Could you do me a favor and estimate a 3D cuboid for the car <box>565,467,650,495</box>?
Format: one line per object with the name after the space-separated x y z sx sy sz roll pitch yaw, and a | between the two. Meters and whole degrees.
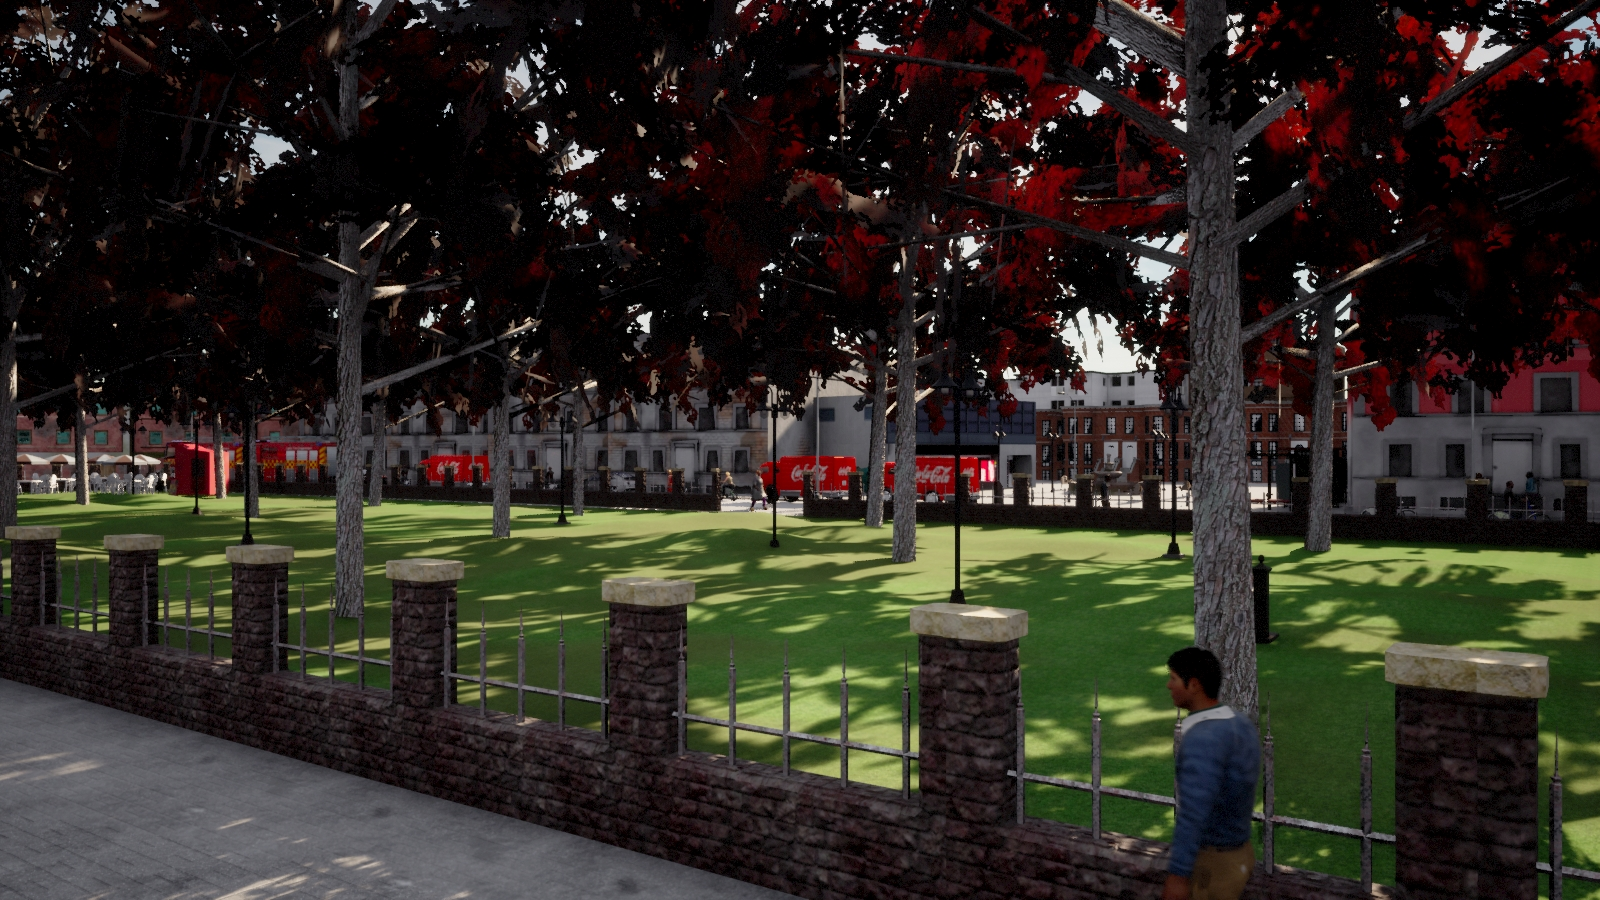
-11.432 1.827 67.802 4.902 1.511 2.128 0 0 35 | car

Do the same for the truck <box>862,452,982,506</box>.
5.914 1.347 55.621 5.204 2.467 2.627 0 0 35 | truck

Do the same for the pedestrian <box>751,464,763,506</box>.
-1.887 1.525 50.082 0.375 1.860 0.375 0 0 40 | pedestrian

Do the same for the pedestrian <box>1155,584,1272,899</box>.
1.748 1.526 4.827 0.375 1.860 0.375 0 0 36 | pedestrian

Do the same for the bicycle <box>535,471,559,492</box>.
-15.681 1.940 70.806 1.835 1.271 0.329 0 0 35 | bicycle

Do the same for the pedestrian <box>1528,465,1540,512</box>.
29.062 1.522 45.228 0.375 1.860 0.375 0 0 37 | pedestrian

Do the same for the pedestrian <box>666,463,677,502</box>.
-6.057 1.522 53.857 0.375 1.860 0.375 0 0 29 | pedestrian

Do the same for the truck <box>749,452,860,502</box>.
0.205 1.348 59.637 5.204 2.467 2.627 0 0 35 | truck

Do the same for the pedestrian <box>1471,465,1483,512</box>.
27.149 1.524 45.807 0.375 1.860 0.375 0 0 36 | pedestrian

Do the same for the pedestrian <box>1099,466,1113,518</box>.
11.059 1.524 41.234 0.375 1.860 0.375 0 0 35 | pedestrian
